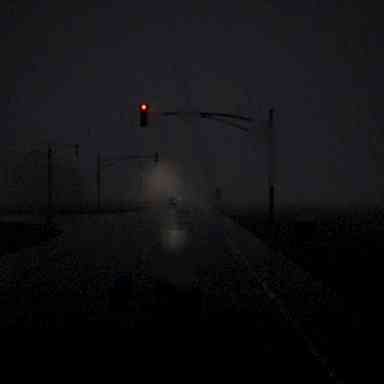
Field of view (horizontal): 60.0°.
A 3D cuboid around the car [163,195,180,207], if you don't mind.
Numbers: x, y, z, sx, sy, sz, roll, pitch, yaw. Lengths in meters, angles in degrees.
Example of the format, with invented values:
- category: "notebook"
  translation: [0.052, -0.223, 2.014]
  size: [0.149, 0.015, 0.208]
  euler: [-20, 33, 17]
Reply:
- category: "car"
  translation: [-3.522, 1.467, 54.020]
  size: [2.097, 1.767, 4.553]
  euler: [0, 0, 0]
